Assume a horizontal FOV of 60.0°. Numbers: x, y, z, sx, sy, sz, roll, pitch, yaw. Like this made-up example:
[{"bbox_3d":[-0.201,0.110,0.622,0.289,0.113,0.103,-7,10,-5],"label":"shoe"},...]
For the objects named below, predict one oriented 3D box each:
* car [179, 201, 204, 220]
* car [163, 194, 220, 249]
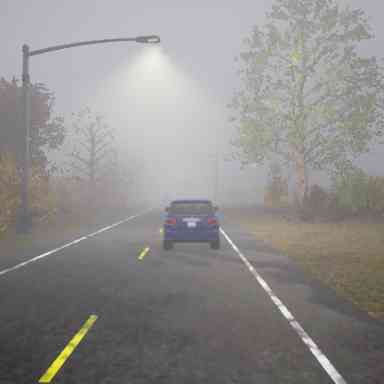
[{"bbox_3d":[-0.078,1.561,29.659,2.033,1.411,5.357,0,0,0],"label":"car"},{"bbox_3d":[-0.017,1.256,14.685,2.150,2.045,5.566,0,0,0],"label":"car"}]
